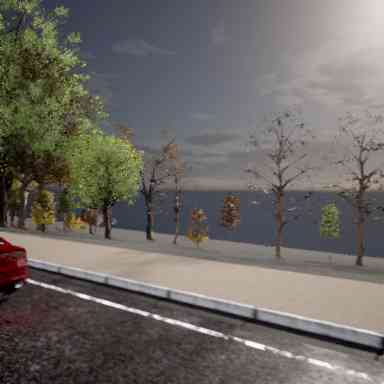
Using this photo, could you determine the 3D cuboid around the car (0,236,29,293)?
[{"bbox_3d":[-5.813,1.510,7.758,5.008,1.535,1.882,-1,0,36],"label":"car"}]
